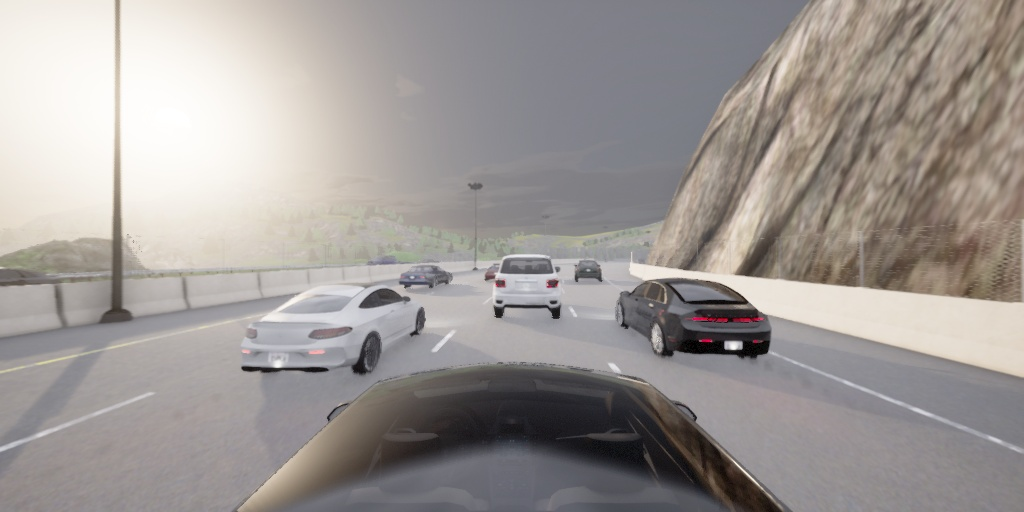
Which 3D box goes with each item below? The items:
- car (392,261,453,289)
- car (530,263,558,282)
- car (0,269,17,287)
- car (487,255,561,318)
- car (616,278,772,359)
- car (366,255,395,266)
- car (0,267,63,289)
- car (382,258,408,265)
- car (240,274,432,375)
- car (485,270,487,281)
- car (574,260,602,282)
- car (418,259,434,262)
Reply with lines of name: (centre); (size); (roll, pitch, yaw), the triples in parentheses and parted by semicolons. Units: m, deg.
car: (-5.419, 1.281, 23.128); (2.033, 1.411, 5.357); (0, 0, 7)
car: (2.722, 1.314, 29.838); (1.994, 1.385, 4.181); (0, 0, 10)
car: (-17.319, 1.235, 9.445); (1.812, 1.442, 4.674); (0, 0, 3)
car: (0.609, 0.971, 13.195); (2.150, 2.045, 5.566); (0, 0, 4)
car: (3.845, 1.262, 8.477); (1.837, 1.490, 4.892); (0, 0, 2)
car: (-20.125, 0.913, 55.681); (2.150, 2.045, 5.566); (0, 0, 16)
car: (-20.589, 1.206, 13.503); (1.837, 1.490, 4.892); (0, 0, 4)
car: (-16.963, 1.302, 54.013); (1.895, 1.301, 4.718); (0, 0, 16)
car: (-3.215, 1.267, 7.364); (1.812, 1.442, 4.674); (0, 0, 2)
car: (-0.892, 1.306, 29.466); (1.994, 1.385, 4.181); (0, 0, 9)
car: (6.239, 1.110, 29.628); (2.097, 1.767, 4.553); (0, 0, 10)
car: (-11.065, 1.316, 49.225); (1.895, 1.301, 4.718); (0, 0, 16)
